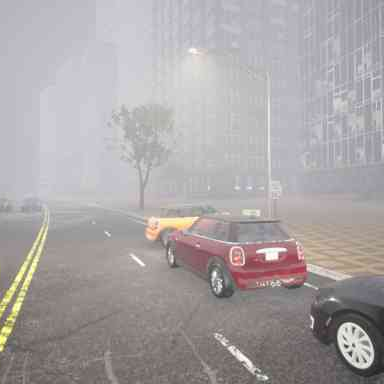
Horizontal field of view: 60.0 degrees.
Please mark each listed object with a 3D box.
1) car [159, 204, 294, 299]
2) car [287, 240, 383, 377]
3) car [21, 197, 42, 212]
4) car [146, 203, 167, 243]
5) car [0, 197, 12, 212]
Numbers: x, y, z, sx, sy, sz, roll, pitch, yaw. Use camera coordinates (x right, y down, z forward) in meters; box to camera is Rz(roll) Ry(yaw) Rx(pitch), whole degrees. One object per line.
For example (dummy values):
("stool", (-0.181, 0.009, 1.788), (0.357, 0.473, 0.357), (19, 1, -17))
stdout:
("car", (0.856, 1.355, 8.879), (2.097, 1.767, 4.553), (0, 0, -22))
("car", (3.605, 1.505, 3.415), (1.837, 1.490, 4.892), (0, 0, -36))
("car", (-18.934, 1.393, 39.370), (2.097, 1.767, 4.553), (0, 0, -24))
("car", (0.323, 1.277, 14.511), (4.553, 1.767, 2.097), (-3, 1, -18))
("car", (-21.900, 1.390, 38.041), (2.097, 1.767, 4.553), (0, 0, -24))
